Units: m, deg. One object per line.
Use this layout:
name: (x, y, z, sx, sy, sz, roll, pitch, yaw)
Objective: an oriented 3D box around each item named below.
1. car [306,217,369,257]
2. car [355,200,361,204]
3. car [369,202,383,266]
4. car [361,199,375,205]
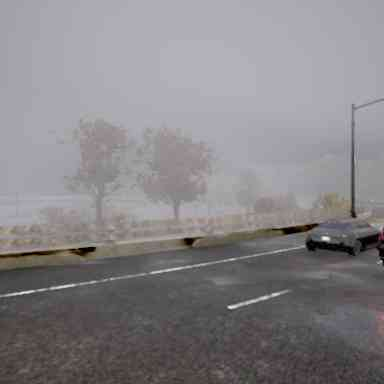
car: (6.582, 1.771, 14.057, 4.181, 1.385, 1.994, 1, -1, -43)
car: (40.281, 2.465, 84.897, 2.097, 1.767, 4.553, 0, -1, 2)
car: (7.822, 1.401, 10.434, 5.566, 2.045, 2.150, 1, -1, -42)
car: (43.774, 2.490, 84.672, 2.097, 1.767, 4.553, 0, -1, 2)
